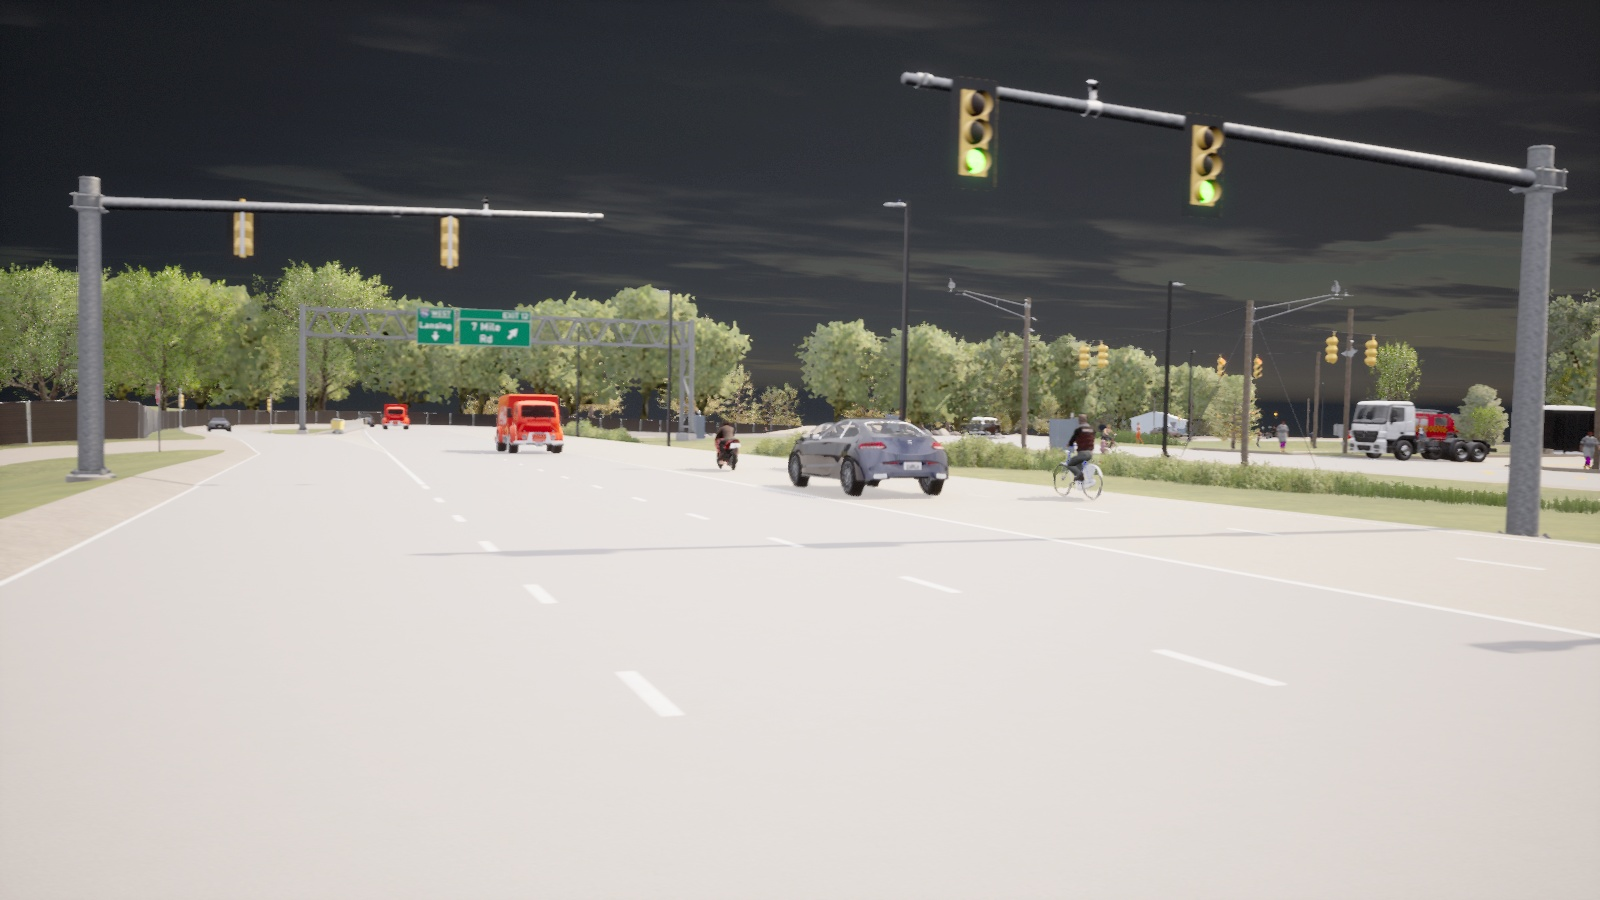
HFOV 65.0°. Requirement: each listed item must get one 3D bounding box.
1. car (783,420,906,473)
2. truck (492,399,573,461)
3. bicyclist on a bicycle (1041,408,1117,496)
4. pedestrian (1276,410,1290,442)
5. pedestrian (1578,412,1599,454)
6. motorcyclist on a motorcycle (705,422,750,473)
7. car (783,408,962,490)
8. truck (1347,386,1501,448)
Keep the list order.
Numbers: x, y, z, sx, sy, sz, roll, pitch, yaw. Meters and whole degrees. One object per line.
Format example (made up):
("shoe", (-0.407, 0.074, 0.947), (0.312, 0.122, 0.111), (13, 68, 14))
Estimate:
("car", (1.281, -0.170, 38.816), (2.128, 1.511, 4.902), (-1, 2, -20))
("truck", (-11.419, -0.863, 53.337), (2.627, 2.467, 5.204), (-1, 1, -20))
("bicyclist on a bicycle", (5.816, 0.016, 26.268), (0.659, 1.776, 1.843), (-1, 2, -20))
("pedestrian", (29.356, -1.472, 76.326), (0.659, 1.952, 0.873), (1, 3, 14))
("pedestrian", (37.383, -0.810, 59.493), (0.659, 1.952, 0.873), (1, 3, 16))
("motorcyclist on a motorcycle", (-2.206, -0.098, 38.171), (0.797, 1.523, 2.044), (-1, 2, -20))
("car", (1.478, -0.081, 27.969), (2.152, 1.651, 5.027), (-1, 2, -20))
("truck", (36.037, -1.897, 72.598), (7.936, 3.462, 2.891), (0, 2, -14))
